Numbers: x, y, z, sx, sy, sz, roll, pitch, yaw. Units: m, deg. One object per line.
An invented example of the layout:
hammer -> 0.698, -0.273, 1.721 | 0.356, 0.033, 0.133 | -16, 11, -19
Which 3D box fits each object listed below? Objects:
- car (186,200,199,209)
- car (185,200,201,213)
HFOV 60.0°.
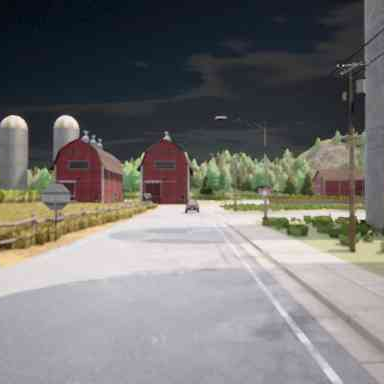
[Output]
car -> 0.076, 2.141, 59.174 | 2.128, 1.511, 4.902 | 0, 0, 2
car -> 0.054, 2.013, 44.475 | 1.812, 1.442, 4.674 | 0, -1, 1
